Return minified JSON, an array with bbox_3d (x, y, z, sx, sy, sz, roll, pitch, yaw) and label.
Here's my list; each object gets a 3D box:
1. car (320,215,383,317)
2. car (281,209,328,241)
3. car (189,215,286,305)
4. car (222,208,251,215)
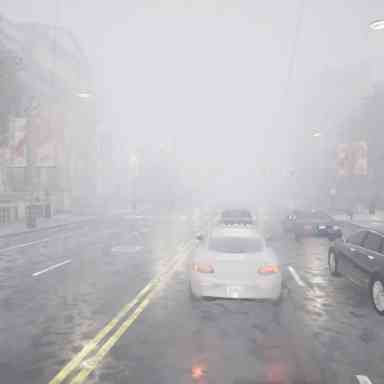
[{"bbox_3d":[4.469,1.505,7.326,1.837,1.490,4.892,0,0,7],"label":"car"},{"bbox_3d":[5.759,1.547,16.597,2.033,1.411,5.357,0,0,6],"label":"car"},{"bbox_3d":[1.034,1.526,8.031,1.812,1.442,4.674,0,0,7],"label":"car"},{"bbox_3d":[2.322,1.547,17.488,2.033,1.411,5.357,0,0,8],"label":"car"}]
